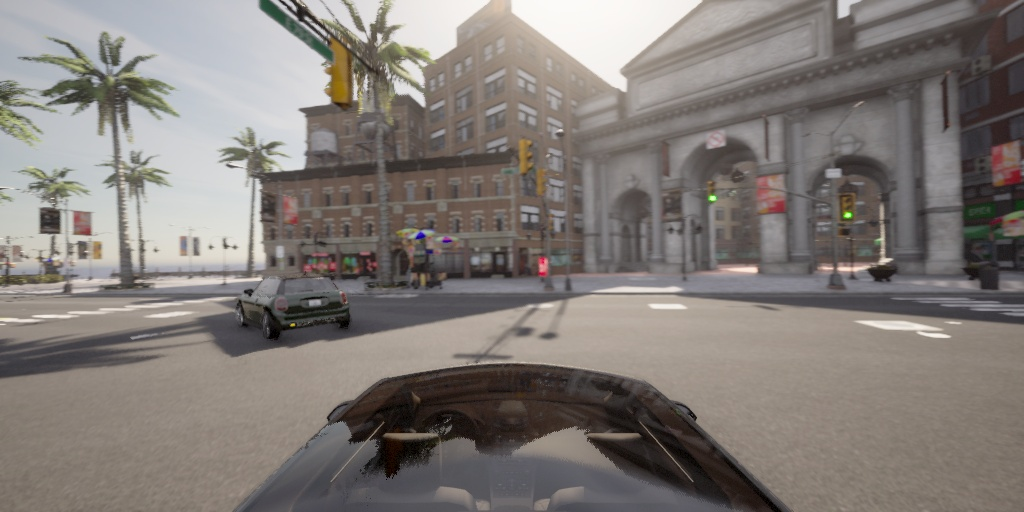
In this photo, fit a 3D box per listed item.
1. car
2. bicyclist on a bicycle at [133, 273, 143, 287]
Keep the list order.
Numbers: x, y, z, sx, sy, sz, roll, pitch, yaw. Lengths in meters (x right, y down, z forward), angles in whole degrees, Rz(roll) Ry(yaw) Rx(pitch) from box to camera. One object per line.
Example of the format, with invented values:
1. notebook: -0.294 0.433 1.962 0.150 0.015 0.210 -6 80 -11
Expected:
1. car: -6.943 1.345 11.215 4.553 1.767 2.097 -2 0 42
2. bicyclist on a bicycle: -32.290 2.047 30.352 0.582 1.620 1.656 -1 0 13
